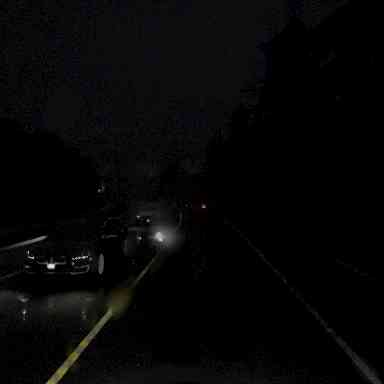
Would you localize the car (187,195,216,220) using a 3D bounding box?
[{"bbox_3d":[0.870,1.276,29.126,2.150,2.045,5.566,0,0,-1],"label":"car"}]

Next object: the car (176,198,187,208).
[{"bbox_3d":[-1.167,1.596,49.127,1.837,1.490,4.892,0,0,-10],"label":"car"}]

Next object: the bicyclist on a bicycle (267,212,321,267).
[{"bbox_3d":[3.085,1.447,10.066,1.656,1.620,0.582,0,0,3],"label":"bicyclist on a bicycle"}]

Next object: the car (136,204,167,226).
[{"bbox_3d":[-2.800,1.567,23.695,1.812,1.442,4.674,0,0,0],"label":"car"}]

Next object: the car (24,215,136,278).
[{"bbox_3d":[-3.245,1.519,10.328,1.837,1.490,4.892,0,0,2],"label":"car"}]
